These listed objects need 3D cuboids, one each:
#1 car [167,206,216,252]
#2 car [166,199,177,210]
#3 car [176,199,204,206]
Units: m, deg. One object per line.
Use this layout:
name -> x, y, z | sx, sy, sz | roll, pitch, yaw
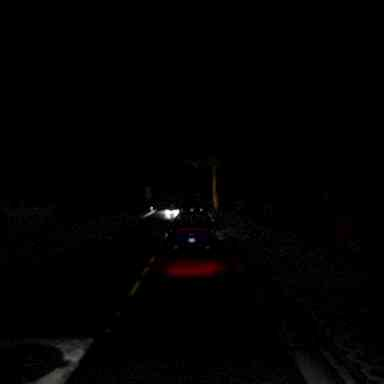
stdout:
car -> -0.003, 1.599, 14.474 | 1.882, 1.535, 5.008 | 0, 0, 0
car -> -2.782, 1.733, 48.429 | 2.128, 1.511, 4.902 | 0, 0, 0
car -> -0.014, 1.546, 29.067 | 2.097, 1.767, 4.553 | 0, 0, 0
